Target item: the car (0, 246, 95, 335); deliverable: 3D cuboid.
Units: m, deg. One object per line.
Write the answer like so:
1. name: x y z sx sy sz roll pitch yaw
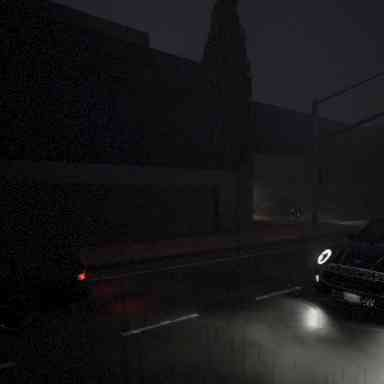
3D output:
1. car: -4.363 1.547 5.182 5.357 1.411 2.033 0 0 -36

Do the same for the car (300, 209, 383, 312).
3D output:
1. car: 4.758 1.352 7.434 4.553 1.767 2.097 0 0 -36

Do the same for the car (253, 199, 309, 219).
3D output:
1. car: 7.626 1.601 29.720 1.895 1.301 4.718 0 0 -37

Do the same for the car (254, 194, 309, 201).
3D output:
1. car: 8.689 1.221 34.151 2.150 2.045 5.566 0 0 -36

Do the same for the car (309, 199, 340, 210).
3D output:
1. car: 14.222 1.547 38.538 2.033 1.411 5.357 0 0 -34
